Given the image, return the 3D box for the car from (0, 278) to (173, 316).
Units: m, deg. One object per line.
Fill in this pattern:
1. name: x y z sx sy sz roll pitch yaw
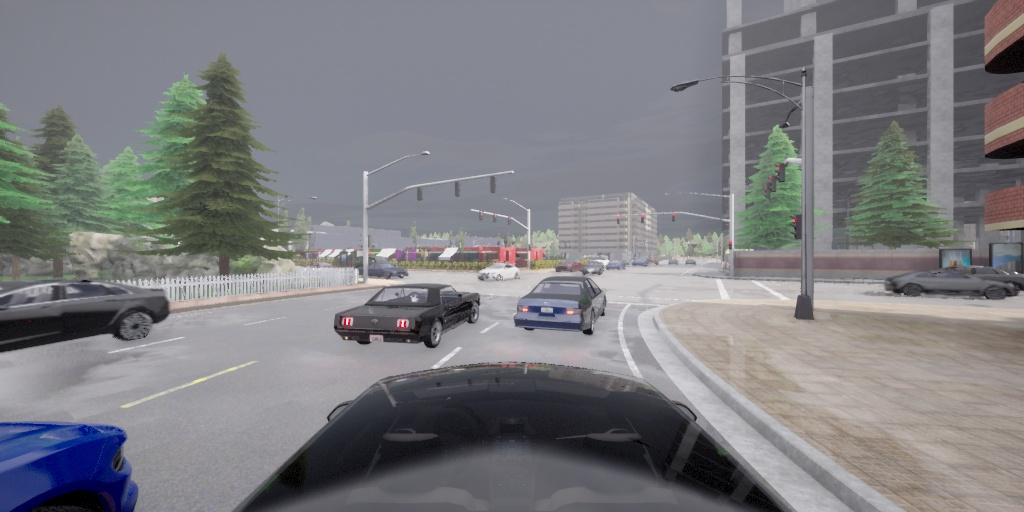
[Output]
1. car: -9.938 1.241 7.193 2.128 1.511 4.902 0 0 9

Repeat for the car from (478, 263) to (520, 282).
1. car: -0.990 1.318 29.698 1.812 1.442 4.674 0 0 30

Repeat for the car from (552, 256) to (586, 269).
1. car: 6.939 1.103 43.612 2.097 1.767 4.553 0 0 30

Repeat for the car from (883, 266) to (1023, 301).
1. car: 21.533 1.369 17.860 4.181 1.385 1.994 0 0 31

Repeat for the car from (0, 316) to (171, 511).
1. car: -3.214 1.228 0.115 1.882 1.535 5.008 0 0 -2

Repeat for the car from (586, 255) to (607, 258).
1. car: 13.185 0.967 54.561 2.150 2.045 5.566 0 1 29

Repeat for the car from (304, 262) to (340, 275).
1. car: -20.076 1.331 37.891 4.674 1.442 1.812 0 0 30

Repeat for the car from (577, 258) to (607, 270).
1. car: 8.366 1.274 37.245 2.128 1.511 4.902 0 0 17

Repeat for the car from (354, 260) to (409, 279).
1. car: -12.040 1.353 33.215 5.357 1.411 2.033 0 0 31

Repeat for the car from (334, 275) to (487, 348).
1. car: -2.261 1.351 9.296 1.895 1.301 4.718 0 0 11

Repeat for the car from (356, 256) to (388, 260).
1. car: -14.682 1.027 38.808 5.566 2.045 2.150 0 0 30

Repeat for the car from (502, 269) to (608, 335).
1. car: 1.674 1.297 10.653 2.033 1.411 5.357 0 0 20

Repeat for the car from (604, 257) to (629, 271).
1. car: 14.260 1.275 49.375 1.812 1.442 4.674 0 0 30
